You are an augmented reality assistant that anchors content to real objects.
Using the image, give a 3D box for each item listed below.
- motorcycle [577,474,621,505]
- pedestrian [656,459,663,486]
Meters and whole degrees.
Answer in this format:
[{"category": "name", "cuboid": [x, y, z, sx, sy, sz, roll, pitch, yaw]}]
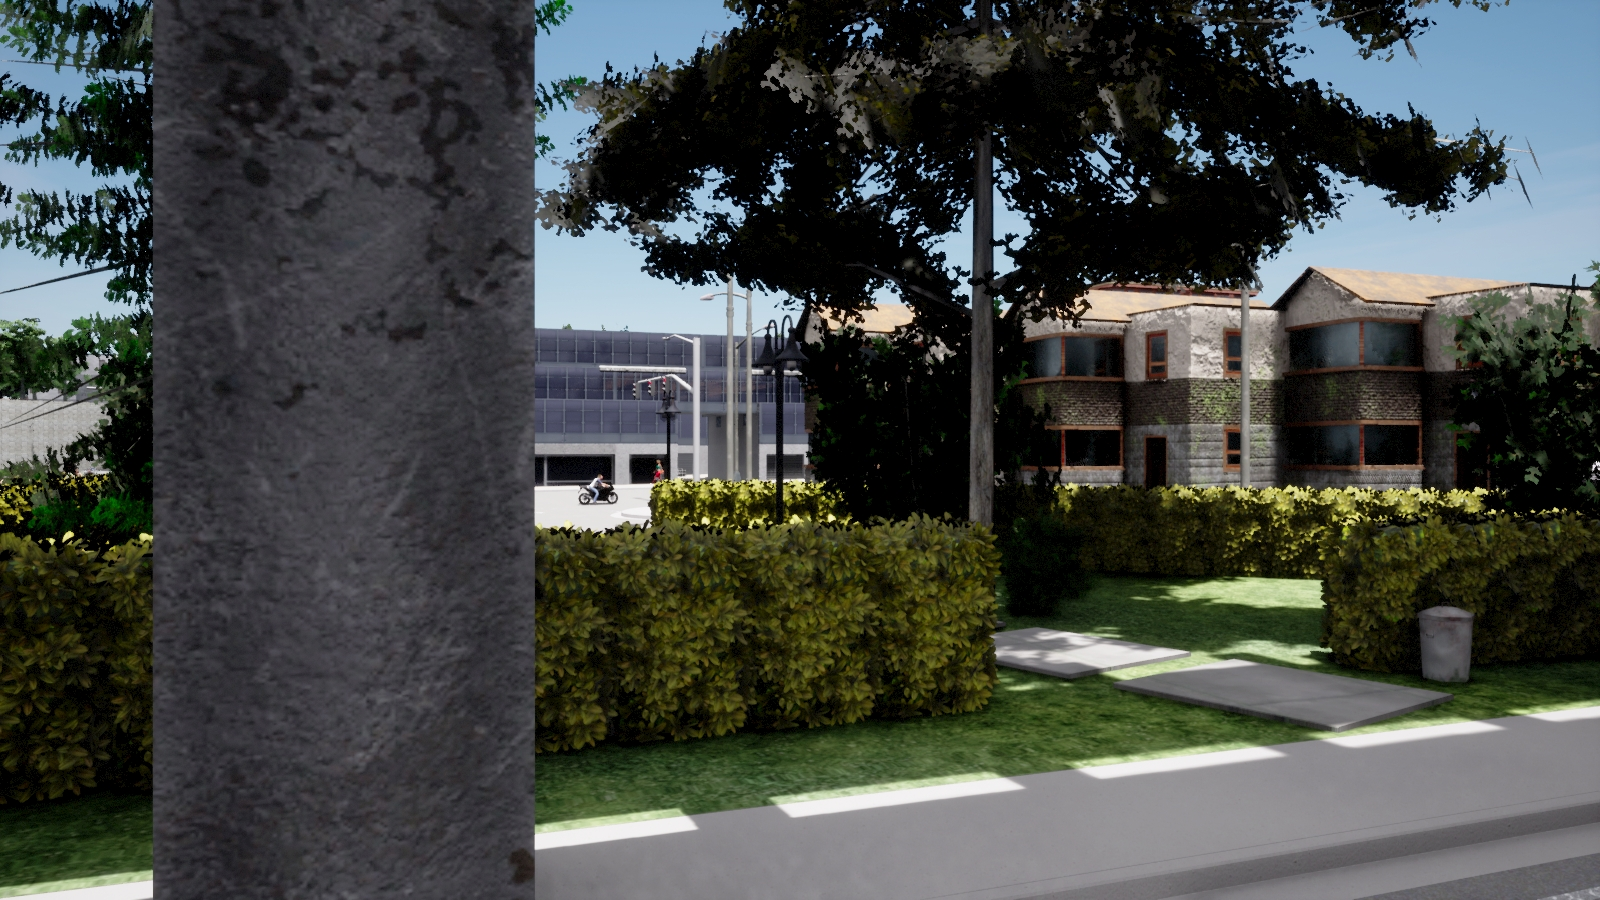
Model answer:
[{"category": "motorcycle", "cuboid": [-10.062, 1.968, 57.097, 2.033, 1.505, 0.803, -1, 0, -21]}, {"category": "pedestrian", "cuboid": [-9.663, 1.535, 78.680, 0.375, 1.860, 0.375, 0, 0, -23]}]
